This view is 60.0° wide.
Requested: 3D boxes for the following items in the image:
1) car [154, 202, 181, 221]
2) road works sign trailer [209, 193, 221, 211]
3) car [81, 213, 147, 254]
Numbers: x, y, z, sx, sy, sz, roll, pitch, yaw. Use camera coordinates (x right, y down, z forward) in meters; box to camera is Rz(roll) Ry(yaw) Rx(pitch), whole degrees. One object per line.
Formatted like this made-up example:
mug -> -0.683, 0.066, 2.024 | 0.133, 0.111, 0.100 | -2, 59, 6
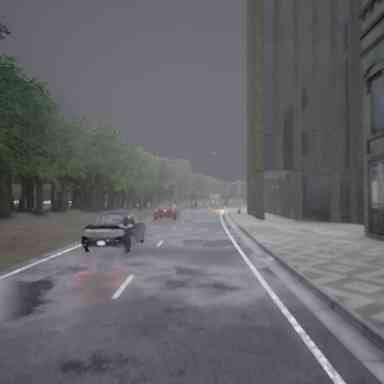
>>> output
car -> -2.296, 1.758, 32.026 | 2.097, 1.767, 4.553 | 0, -1, 4
road works sign trailer -> 4.412, 1.910, 64.531 | 2.380, 3.560, 2.880 | 0, -2, 2
car -> -3.149, 1.631, 14.210 | 2.128, 1.511, 4.902 | 0, -1, 2
